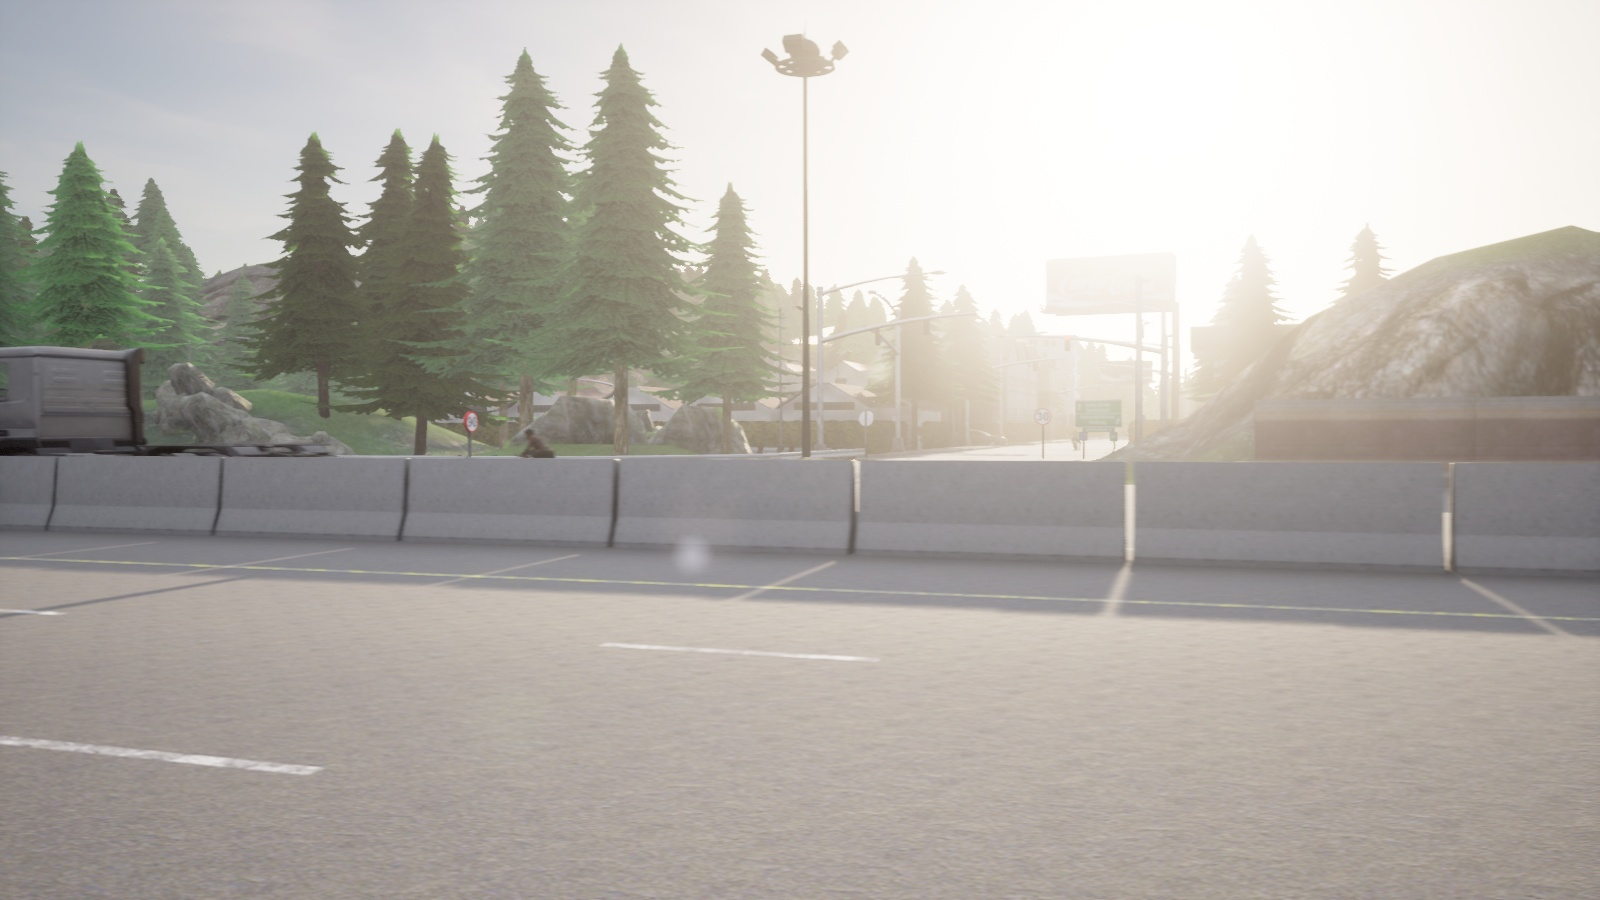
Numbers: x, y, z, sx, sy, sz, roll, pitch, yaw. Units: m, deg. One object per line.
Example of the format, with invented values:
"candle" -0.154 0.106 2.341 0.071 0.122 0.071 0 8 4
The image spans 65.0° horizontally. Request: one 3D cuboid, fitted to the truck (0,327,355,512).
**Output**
"truck" -13.551 -0.626 26.202 7.936 3.462 2.891 1 1 19
